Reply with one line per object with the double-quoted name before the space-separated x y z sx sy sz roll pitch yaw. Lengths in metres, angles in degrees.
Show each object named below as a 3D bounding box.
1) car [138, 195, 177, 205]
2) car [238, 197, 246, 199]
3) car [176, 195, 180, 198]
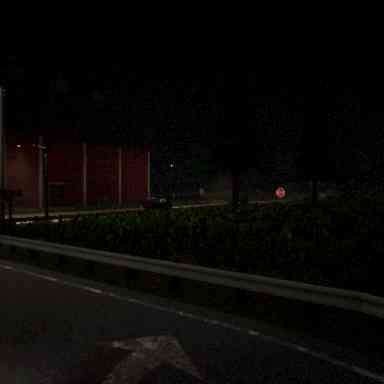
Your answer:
"car" -4.423 1.512 39.892 2.128 1.511 4.902 0 0 36
"car" 7.928 1.506 56.499 1.882 1.535 5.008 0 0 36
"car" -4.718 1.520 85.619 1.816 1.474 4.193 0 0 36
